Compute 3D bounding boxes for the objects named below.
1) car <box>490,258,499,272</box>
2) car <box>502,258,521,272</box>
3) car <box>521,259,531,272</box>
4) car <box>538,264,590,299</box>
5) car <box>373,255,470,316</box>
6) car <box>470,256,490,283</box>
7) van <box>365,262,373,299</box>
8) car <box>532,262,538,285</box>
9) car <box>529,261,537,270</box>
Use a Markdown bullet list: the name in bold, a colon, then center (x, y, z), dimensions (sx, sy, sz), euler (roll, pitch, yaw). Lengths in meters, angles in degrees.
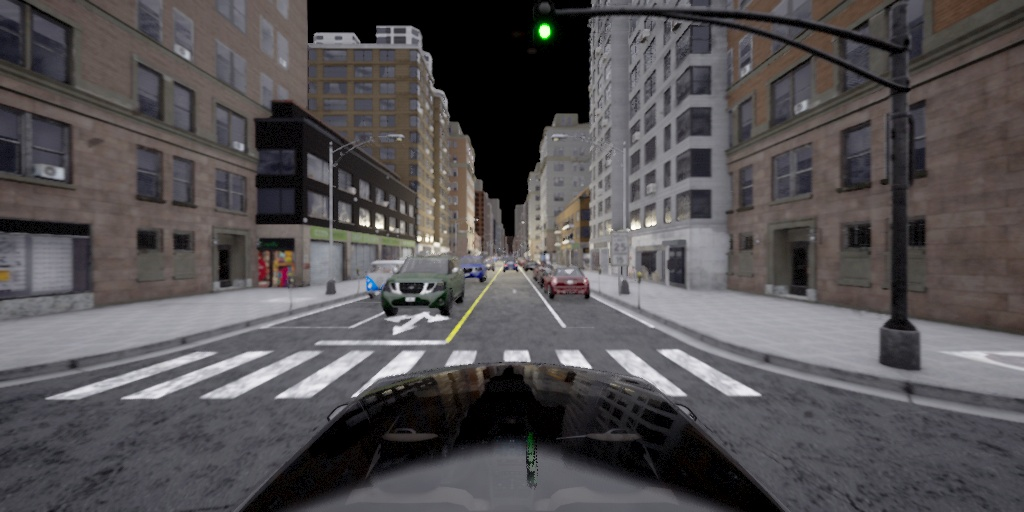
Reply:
- **car**: center (-3.174, 1.302, 47.646), dimensions (2.033, 1.411, 5.357), euler (0, 0, 0)
- **car**: center (-0.154, 1.276, 44.792), dimensions (1.812, 1.442, 4.674), euler (0, 0, 0)
- **car**: center (2.511, 1.311, 45.665), dimensions (1.948, 1.339, 4.313), euler (0, 0, 0)
- **car**: center (2.614, 1.189, 18.040), dimensions (1.967, 1.591, 4.097), euler (0, 0, 0)
- **car**: center (-3.129, 0.981, 13.798), dimensions (2.150, 2.045, 5.566), euler (0, 0, 0)
- **car**: center (-3.185, 0.979, 28.557), dimensions (2.150, 2.045, 5.566), euler (0, 0, 0)
- **van**: center (-5.912, 1.103, 18.003), dimensions (1.690, 1.789, 3.998), euler (0, 0, 0)
- **car**: center (2.594, 1.315, 23.565), dimensions (1.948, 1.339, 4.313), euler (0, 0, 0)
- **car**: center (2.573, 1.330, 29.090), dimensions (1.802, 1.307, 4.207), euler (0, 0, 0)
